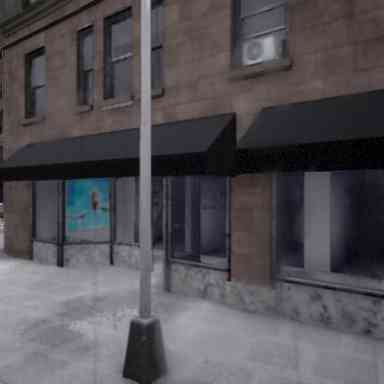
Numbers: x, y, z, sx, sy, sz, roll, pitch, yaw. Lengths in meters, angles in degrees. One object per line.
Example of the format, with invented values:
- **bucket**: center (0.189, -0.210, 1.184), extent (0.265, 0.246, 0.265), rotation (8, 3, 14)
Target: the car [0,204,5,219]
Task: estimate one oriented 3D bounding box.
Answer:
- **car**: center (-15.498, 1.496, 25.900), extent (1.752, 1.417, 4.829), rotation (0, 0, 36)
